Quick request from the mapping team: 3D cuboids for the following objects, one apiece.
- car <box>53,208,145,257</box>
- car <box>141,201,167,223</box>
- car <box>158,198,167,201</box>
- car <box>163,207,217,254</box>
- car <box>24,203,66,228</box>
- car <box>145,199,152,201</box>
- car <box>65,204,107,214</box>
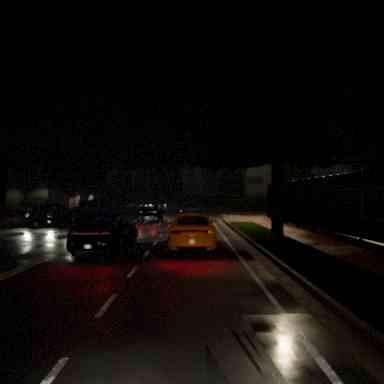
[{"bbox_3d":[-3.482,1.642,13.584,2.128,1.511,4.902,0,0,1],"label":"car"},{"bbox_3d":[-3.494,1.805,28.585,2.128,1.511,4.902,0,0,0],"label":"car"},{"bbox_3d":[-7.510,2.425,85.033,1.837,1.490,4.892,0,-1,-1],"label":"car"},{"bbox_3d":[0.024,1.635,14.297,1.882,1.535,5.008,0,0,0],"label":"car"},{"bbox_3d":[-10.531,1.622,24.741,2.097,1.767,4.553,0,-1,0],"label":"car"},{"bbox_3d":[-10.992,2.513,84.384,1.895,1.301,4.718,0,-1,-1],"label":"car"},{"bbox_3d":[-7.038,1.739,23.927,1.882,1.535,5.008,0,-1,1],"label":"car"}]
